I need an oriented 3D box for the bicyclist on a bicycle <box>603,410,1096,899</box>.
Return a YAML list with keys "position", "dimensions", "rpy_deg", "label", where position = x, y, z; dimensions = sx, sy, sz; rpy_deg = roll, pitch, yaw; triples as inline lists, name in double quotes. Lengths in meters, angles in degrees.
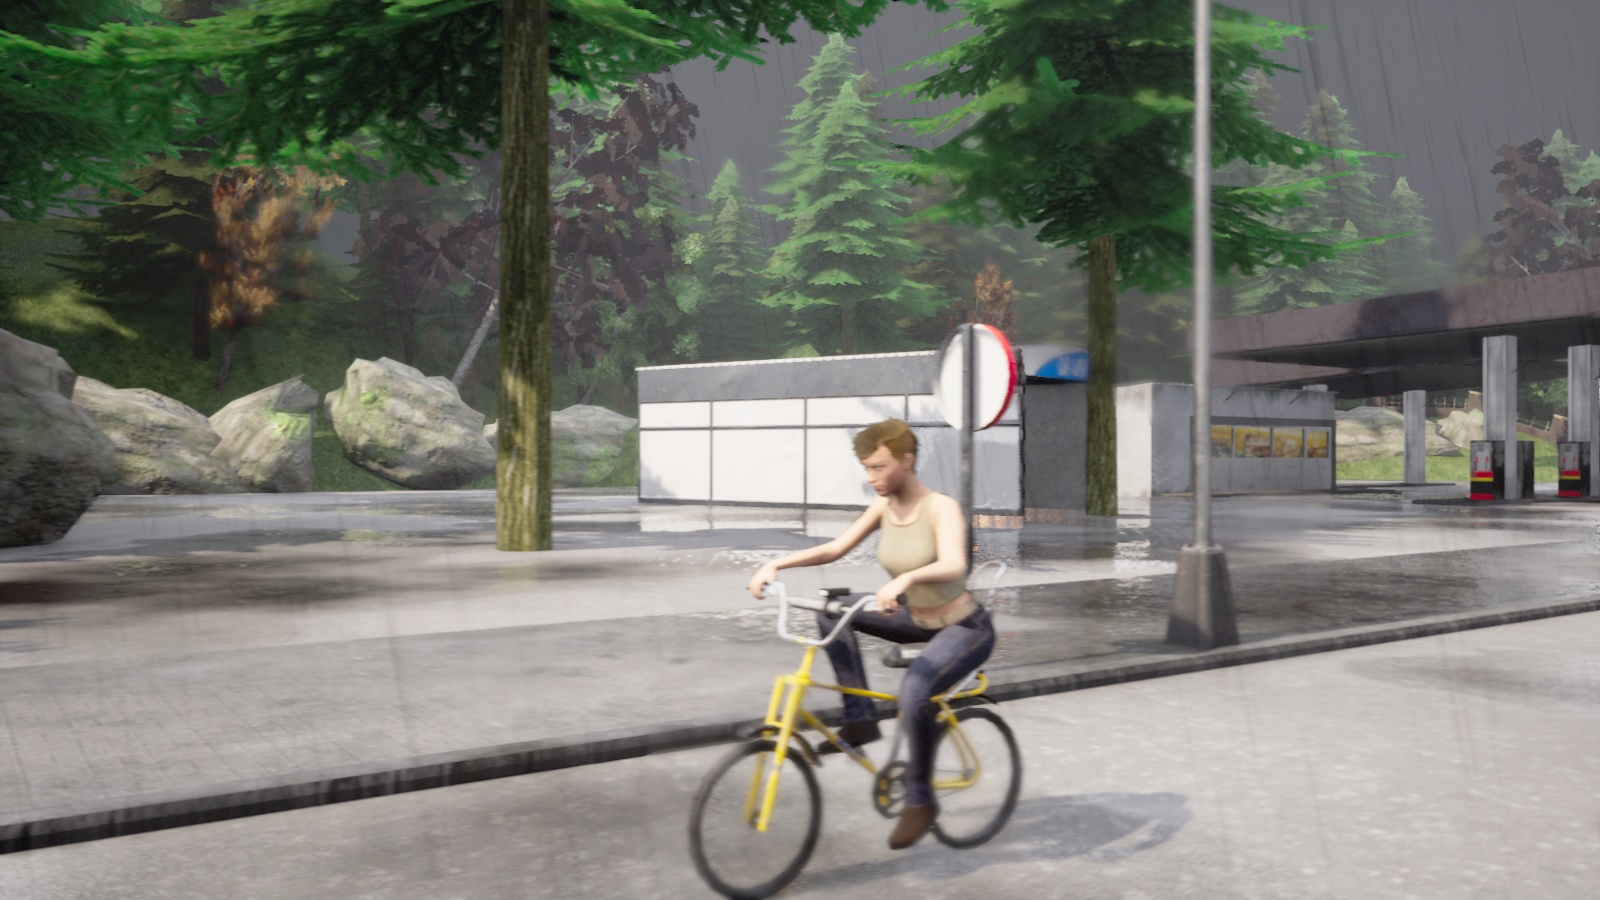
- position: [0.190, 0.692, 4.407]
  dimensions: [1.509, 1.612, 0.866]
  rpy_deg: [0, 0, -35]
  label: "bicyclist on a bicycle"
